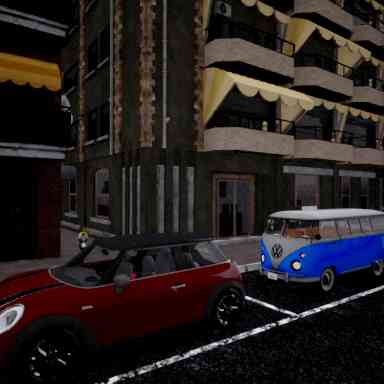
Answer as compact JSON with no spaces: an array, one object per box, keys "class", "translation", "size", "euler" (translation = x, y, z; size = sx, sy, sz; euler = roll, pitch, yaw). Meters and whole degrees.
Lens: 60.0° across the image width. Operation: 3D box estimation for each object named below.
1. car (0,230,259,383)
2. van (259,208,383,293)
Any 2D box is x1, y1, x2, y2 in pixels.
[{"class":"car","translation":[-1.140,1.440,5.280],"size":[4.097,1.590,1.967],"euler":[0,0,-35]},{"class":"van","translation":[3.494,1.343,8.582],"size":[3.998,1.788,1.690],"euler":[0,0,-35]}]
